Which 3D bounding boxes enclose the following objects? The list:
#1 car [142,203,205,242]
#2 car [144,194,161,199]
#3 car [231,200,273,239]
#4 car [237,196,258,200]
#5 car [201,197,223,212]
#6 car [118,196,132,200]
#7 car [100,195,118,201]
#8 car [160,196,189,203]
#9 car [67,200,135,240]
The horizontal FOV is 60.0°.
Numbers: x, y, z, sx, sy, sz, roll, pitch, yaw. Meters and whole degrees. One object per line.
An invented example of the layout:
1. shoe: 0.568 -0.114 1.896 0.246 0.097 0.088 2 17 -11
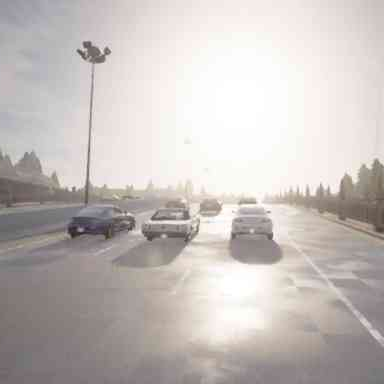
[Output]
1. car: -0.764 1.429 15.457 1.895 1.301 4.718 0 1 9
2. car: -5.914 1.086 51.196 1.882 1.535 5.008 0 -1 9
3. car: 2.870 1.349 16.142 1.812 1.442 4.674 0 1 9
4. car: 5.525 1.115 33.048 1.882 1.535 5.008 0 1 9
5. car: 1.905 1.204 32.552 1.994 1.385 4.181 0 1 9
6. car: -9.370 0.784 51.740 1.895 1.301 4.718 0 -1 9
7. car: -12.830 1.137 52.274 1.812 1.442 4.674 0 -1 9
8. car: -1.485 1.152 33.529 1.812 1.442 4.674 0 1 9
9. car: -4.223 1.345 15.990 1.812 1.442 4.674 0 1 9
